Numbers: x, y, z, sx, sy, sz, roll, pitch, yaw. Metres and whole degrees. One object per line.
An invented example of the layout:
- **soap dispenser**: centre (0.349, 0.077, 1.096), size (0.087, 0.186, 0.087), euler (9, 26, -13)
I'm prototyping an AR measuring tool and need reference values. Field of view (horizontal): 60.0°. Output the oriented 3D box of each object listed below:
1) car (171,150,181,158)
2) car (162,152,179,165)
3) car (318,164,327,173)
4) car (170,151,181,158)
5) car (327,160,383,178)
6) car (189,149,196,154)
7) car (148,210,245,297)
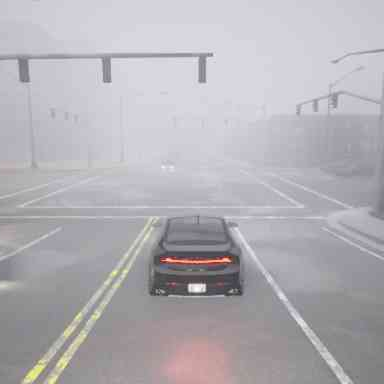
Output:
- **car**: centre (-3.429, -8.084, 70.968), size (1.882, 1.535, 5.008), euler (0, 9, 0)
- **car**: centre (-3.546, -4.888, 50.660), size (2.033, 1.411, 5.357), euler (0, 9, 0)
- **car**: centre (16.311, -2.734, 36.264), size (4.902, 1.511, 2.128), euler (0, 9, 0)
- **car**: centre (-3.507, -6.645, 60.790), size (2.097, 1.767, 4.553), euler (0, 9, 0)
- **car**: centre (16.675, -2.146, 32.814), size (5.357, 1.411, 2.033), euler (0, 9, 2)
- **car**: centre (0.090, -10.982, 90.284), size (1.994, 1.385, 4.181), euler (0, 9, 0)
- **car**: centre (0.080, 1.201, 7.996), size (1.837, 1.490, 4.892), euler (0, 4, 0)
